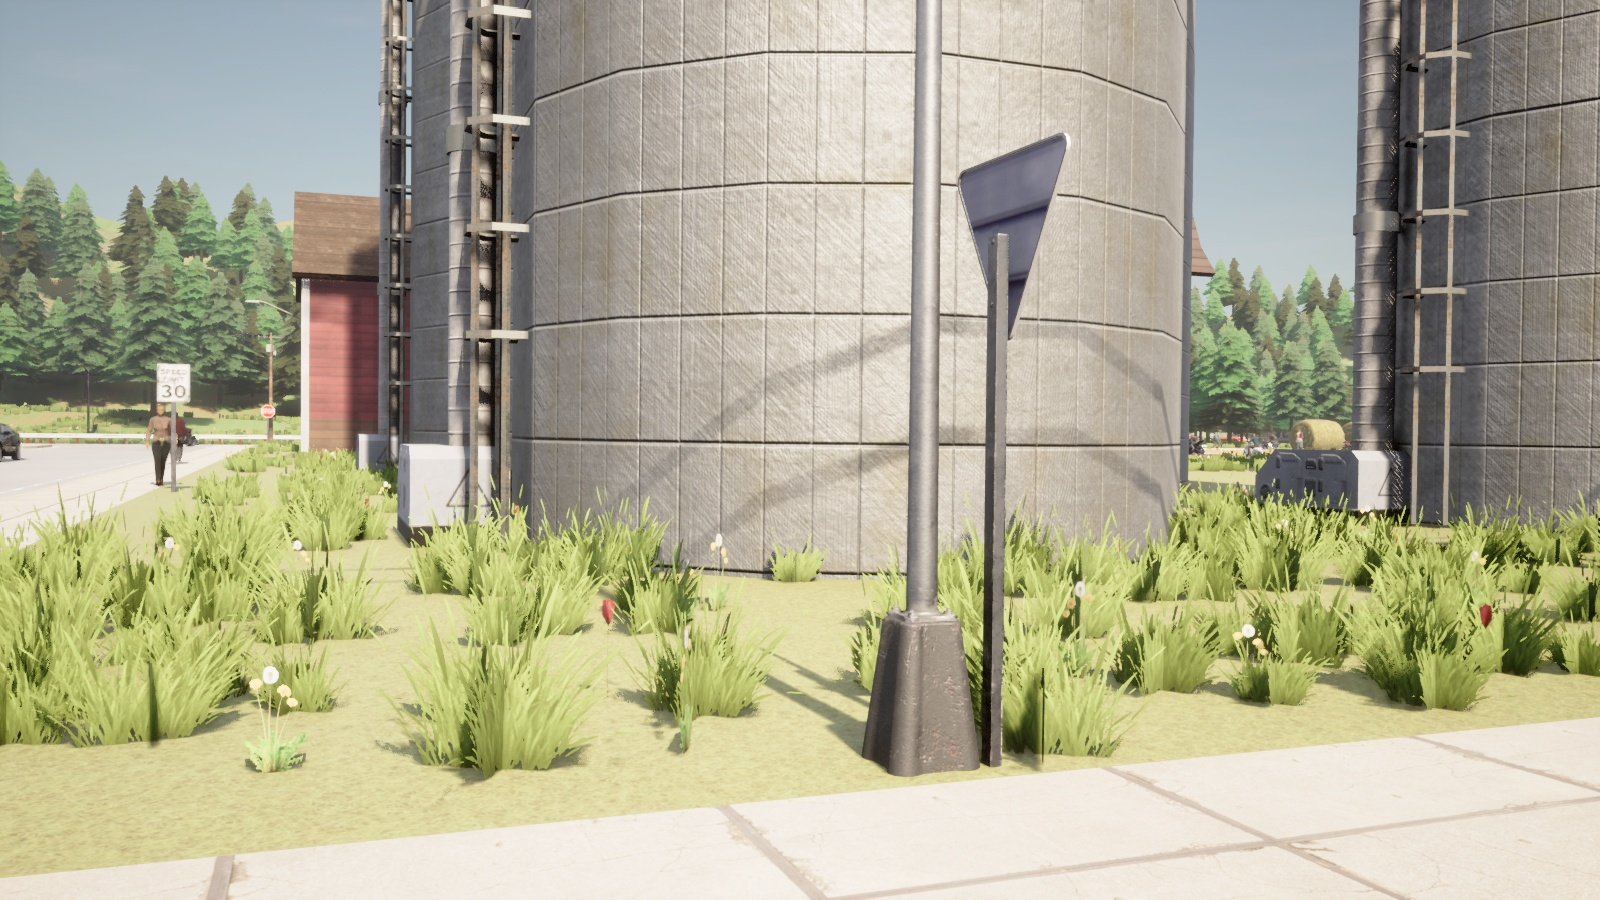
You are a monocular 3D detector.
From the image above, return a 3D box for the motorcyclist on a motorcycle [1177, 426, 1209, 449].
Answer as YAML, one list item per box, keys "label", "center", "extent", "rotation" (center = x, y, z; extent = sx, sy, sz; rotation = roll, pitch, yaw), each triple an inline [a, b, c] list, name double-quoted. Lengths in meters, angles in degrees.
- label: "motorcyclist on a motorcycle"
  center: [26.161, -0.836, 83.590]
  extent: [0.866, 1.530, 2.191]
  rotation: [-1, 1, -22]

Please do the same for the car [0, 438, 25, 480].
- label: "car"
  center: [-30.929, 0.338, 47.475]
  extent: [1.882, 1.535, 5.008]
  rotation: [-1, 1, -22]

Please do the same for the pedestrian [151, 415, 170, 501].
- label: "pedestrian"
  center: [-13.936, 0.159, 27.356]
  extent: [0.331, 1.846, 0.634]
  rotation: [-1, 1, -28]

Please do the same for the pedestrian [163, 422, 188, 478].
- label: "pedestrian"
  center: [-21.037, -0.008, 42.321]
  extent: [0.634, 1.844, 0.899]
  rotation: [-1, 1, -20]
